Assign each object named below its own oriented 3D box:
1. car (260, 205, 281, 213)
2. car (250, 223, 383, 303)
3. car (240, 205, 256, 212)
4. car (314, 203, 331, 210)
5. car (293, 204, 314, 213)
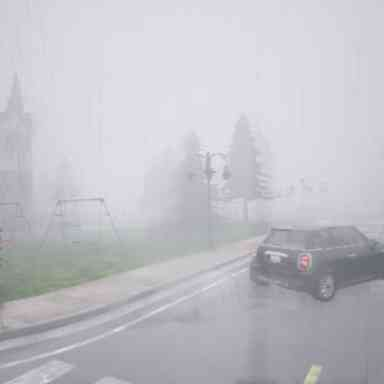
[{"bbox_3d":[18.541,4.225,77.519,3.806,1.475,1.970,-3,-3,31],"label":"car"},{"bbox_3d":[3.814,1.638,9.216,4.553,1.767,2.097,0,-2,-33],"label":"car"},{"bbox_3d":[15.277,4.952,93.440,3.633,1.501,1.845,-3,-3,31],"label":"car"},{"bbox_3d":[33.030,3.912,87.040,4.605,1.855,1.932,-3,-3,31],"label":"car"},{"bbox_3d":[23.371,3.790,71.161,3.633,1.501,1.845,-3,-3,31],"label":"car"}]
